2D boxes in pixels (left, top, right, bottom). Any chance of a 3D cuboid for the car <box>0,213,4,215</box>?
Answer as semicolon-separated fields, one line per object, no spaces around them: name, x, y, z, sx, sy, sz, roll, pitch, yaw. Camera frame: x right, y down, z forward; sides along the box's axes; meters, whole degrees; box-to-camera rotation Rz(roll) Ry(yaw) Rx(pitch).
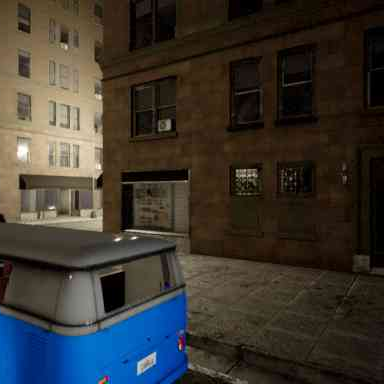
car;-11.963;1.541;16.612;2.128;1.511;4.902;0;0;33

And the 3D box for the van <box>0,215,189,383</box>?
van;-1.966;1.341;4.085;3.998;1.788;1.690;0;0;33
